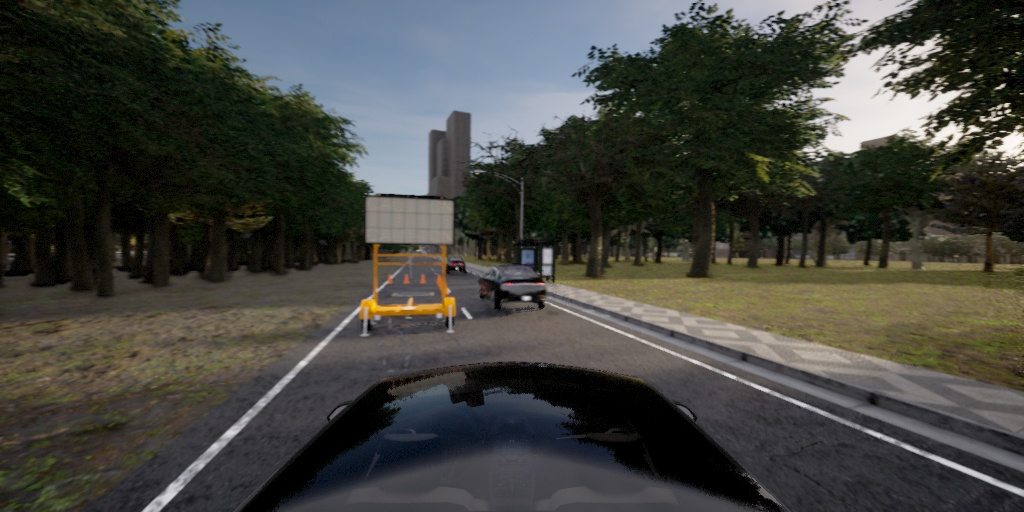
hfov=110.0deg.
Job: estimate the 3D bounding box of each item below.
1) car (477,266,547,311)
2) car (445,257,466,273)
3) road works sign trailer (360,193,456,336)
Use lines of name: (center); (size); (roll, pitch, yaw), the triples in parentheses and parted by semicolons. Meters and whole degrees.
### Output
car: (-0.144, 1.116, 13.964); (2.128, 1.511, 4.902); (1, 1, -15)
car: (-5.644, 0.863, 35.143); (1.837, 1.490, 4.892); (1, 1, -15)
road works sign trailer: (-2.861, 0.095, 10.079); (2.380, 3.560, 2.880); (0, 0, -15)
